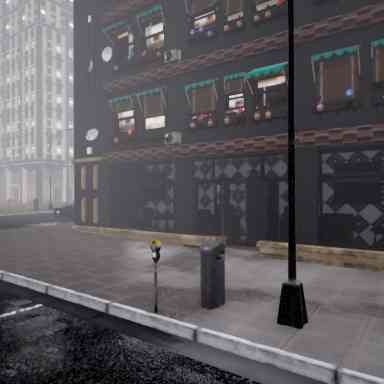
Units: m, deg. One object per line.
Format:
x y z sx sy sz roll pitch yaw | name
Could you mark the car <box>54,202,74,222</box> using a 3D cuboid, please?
-7.303 1.279 22.814 1.947 1.339 4.313 1 1 35 | car
